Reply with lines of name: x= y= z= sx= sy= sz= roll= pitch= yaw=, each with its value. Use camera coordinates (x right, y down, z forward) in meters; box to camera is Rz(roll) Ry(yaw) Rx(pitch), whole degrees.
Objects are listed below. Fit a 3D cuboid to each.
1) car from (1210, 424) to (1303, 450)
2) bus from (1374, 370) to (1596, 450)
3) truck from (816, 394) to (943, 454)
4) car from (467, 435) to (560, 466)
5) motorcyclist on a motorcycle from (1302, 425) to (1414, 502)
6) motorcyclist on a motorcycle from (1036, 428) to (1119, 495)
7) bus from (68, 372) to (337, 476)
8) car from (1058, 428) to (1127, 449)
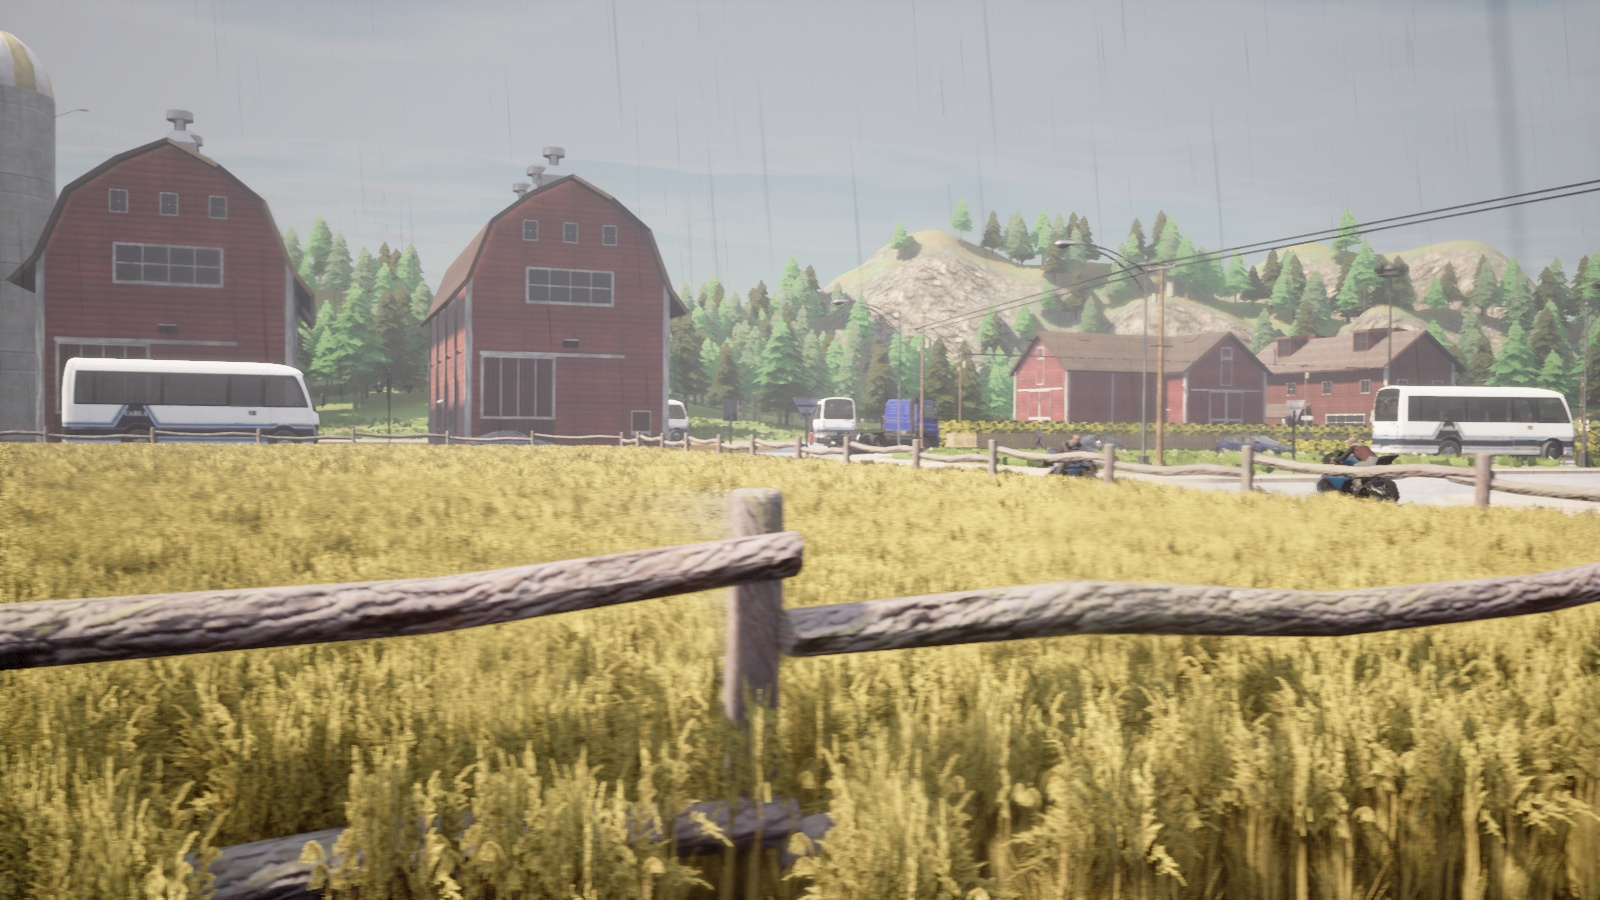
car: x=26.889 y=-0.759 z=74.154 sx=2.163 sy=1.488 sz=4.792 roll=-1 pitch=1 yaw=-34
bus: x=37.951 y=-2.196 z=69.882 sx=10.273 sy=4.253 sz=3.944 roll=-1 pitch=1 yaw=-2
truck: x=4.922 y=-1.581 z=76.120 sx=7.936 sy=3.462 sz=2.891 roll=-2 pitch=1 yaw=-42
car: x=-13.763 y=0.021 z=60.283 sx=4.181 sy=1.385 sz=1.994 roll=-1 pitch=1 yaw=-17
motorcyclist on a motorcycle: x=11.712 y=0.254 z=26.436 sx=0.866 sy=1.530 sz=2.191 roll=-1 pitch=1 yaw=-21
motorcyclist on a motorcycle: x=6.602 y=0.255 z=30.001 sx=0.866 sy=1.530 sz=2.191 roll=-1 pitch=1 yaw=-21
bus: x=-25.948 y=-1.189 z=55.206 sx=10.273 sy=4.253 sz=3.944 roll=-1 pitch=1 yaw=-23
car: x=19.878 y=-0.797 z=85.287 sx=4.181 sy=1.385 sz=1.994 roll=-1 pitch=1 yaw=-21
